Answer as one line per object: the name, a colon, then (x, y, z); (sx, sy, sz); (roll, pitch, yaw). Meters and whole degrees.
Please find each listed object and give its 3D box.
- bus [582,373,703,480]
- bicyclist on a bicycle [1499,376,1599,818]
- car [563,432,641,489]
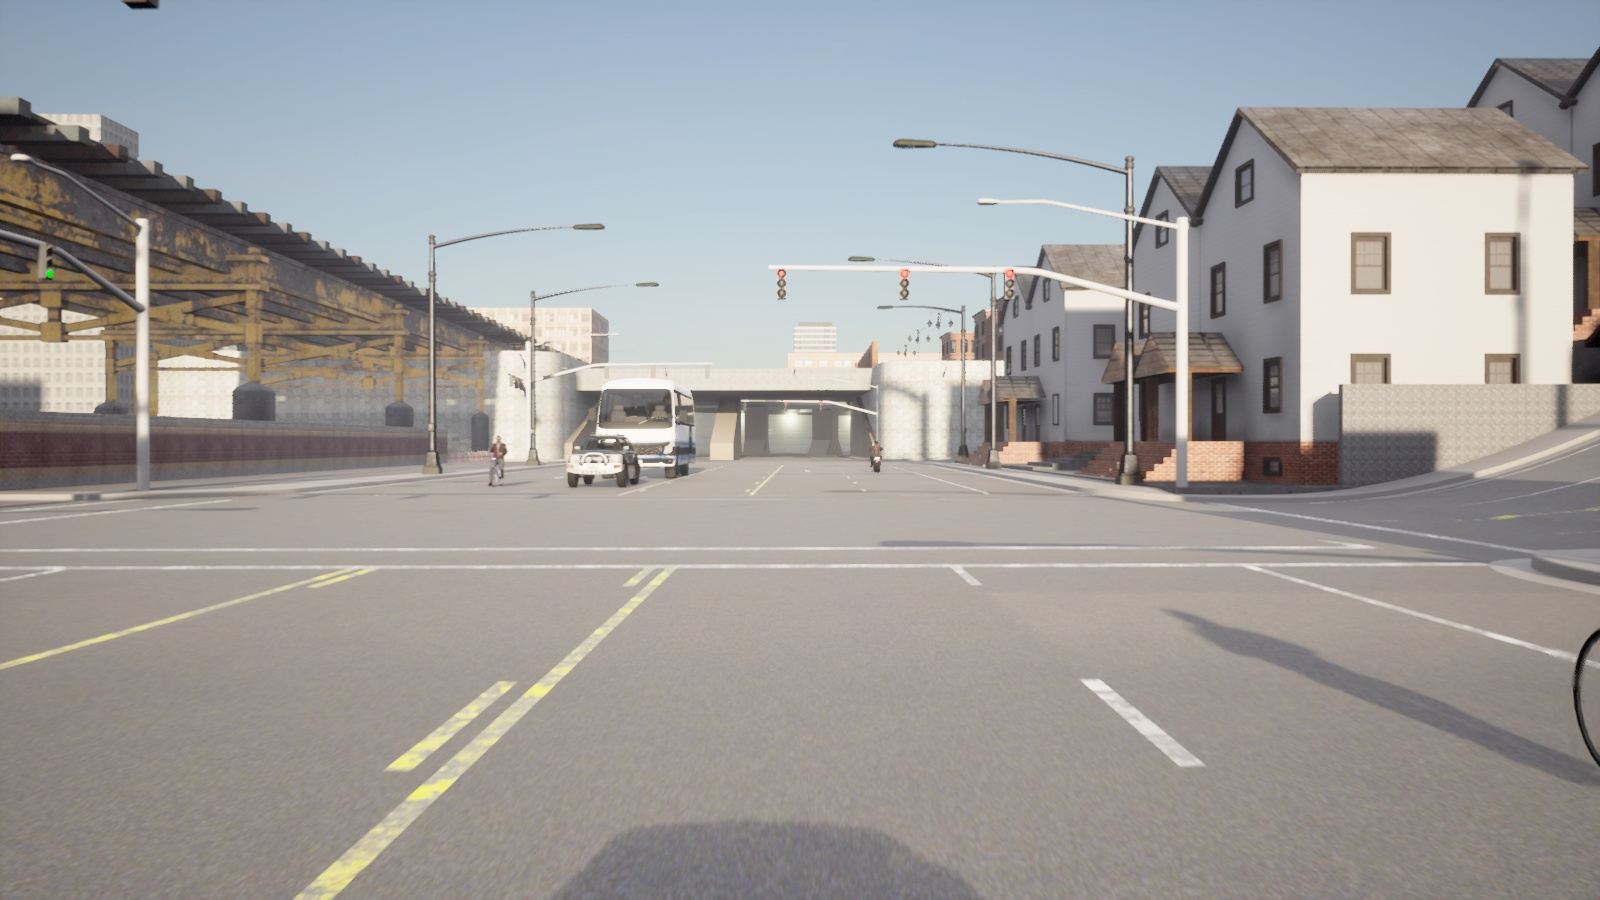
bus: (-6.662, -0.946, 55.105); (3.944, 4.253, 10.273); (0, 0, 0)
bicyclist on a bicycle: (3.543, 0.593, 4.850); (0.659, 1.776, 1.843); (0, 1, 0)
car: (-6.729, 0.314, 43.174); (1.932, 1.855, 4.605); (0, 0, 1)
